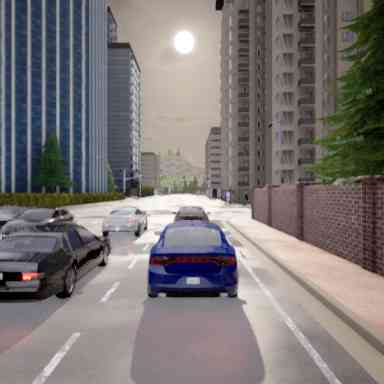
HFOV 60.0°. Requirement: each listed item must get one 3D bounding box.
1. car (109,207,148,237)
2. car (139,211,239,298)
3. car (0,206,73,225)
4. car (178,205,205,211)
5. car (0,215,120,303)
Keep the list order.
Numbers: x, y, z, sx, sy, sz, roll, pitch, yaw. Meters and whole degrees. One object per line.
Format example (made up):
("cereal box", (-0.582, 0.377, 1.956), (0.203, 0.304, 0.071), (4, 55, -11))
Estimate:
("car", (-3.532, 1.515, 17.990), (1.812, 1.442, 4.674), (0, 0, 0))
("car", (0.010, 1.473, 8.559), (1.882, 1.535, 5.008), (0, 0, 0))
("car", (-7.167, 1.497, 16.089), (1.837, 1.490, 4.892), (0, 0, 0))
("car", (-0.029, 1.495, 18.150), (1.837, 1.490, 4.892), (0, 0, 0))
("car", (-3.483, 1.543, 8.402), (2.033, 1.411, 5.357), (0, 0, 0))
